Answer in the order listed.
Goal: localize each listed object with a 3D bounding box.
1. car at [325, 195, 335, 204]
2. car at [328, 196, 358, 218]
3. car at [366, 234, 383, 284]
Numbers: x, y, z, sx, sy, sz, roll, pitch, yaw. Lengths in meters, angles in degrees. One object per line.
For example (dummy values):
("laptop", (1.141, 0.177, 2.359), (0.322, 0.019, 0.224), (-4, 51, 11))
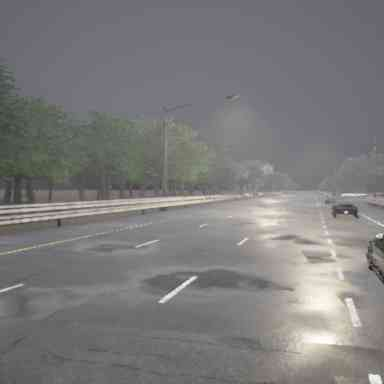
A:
("car", (22.617, 1.231, 53.548), (1.994, 1.385, 4.181), (1, 1, 25))
("car", (13.002, 1.333, 28.478), (1.837, 1.490, 4.892), (1, 1, 20))
("car", (5.473, 1.532, 7.862), (1.994, 1.385, 4.181), (1, 1, 20))
